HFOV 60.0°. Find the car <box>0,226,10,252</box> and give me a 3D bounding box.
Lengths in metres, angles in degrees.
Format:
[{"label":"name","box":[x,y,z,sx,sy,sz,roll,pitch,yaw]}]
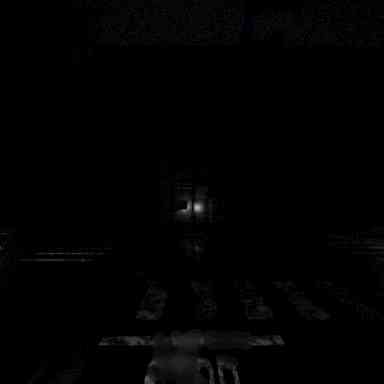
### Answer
[{"label":"car","box":[-8.835,1.351,11.404,4.553,1.767,2.097,0,0,0]}]
